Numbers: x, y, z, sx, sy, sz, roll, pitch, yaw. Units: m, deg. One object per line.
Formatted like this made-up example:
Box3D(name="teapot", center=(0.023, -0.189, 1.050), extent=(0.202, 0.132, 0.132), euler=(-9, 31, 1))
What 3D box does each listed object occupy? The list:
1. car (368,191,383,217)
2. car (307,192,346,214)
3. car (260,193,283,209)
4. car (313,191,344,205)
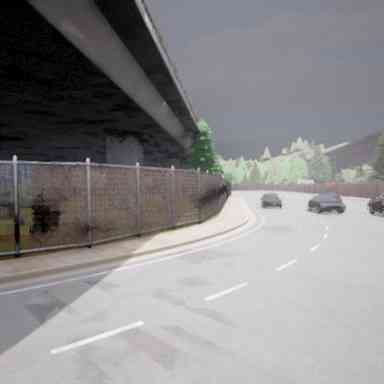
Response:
Box3D(name="car", center=(13.512, 0.898, 22.578), extent=(2.128, 1.511, 4.902), euler=(-1, 1, 11))
Box3D(name="car", center=(10.622, 0.960, 26.735), extent=(2.033, 1.411, 5.357), euler=(-1, 1, 7))
Box3D(name="car", center=(7.987, 0.880, 33.695), extent=(1.837, 1.490, 4.892), euler=(-1, 1, 7))
Box3D(name="car", center=(15.929, 0.677, 39.136), extent=(2.033, 1.411, 5.357), euler=(-1, 1, 7))
